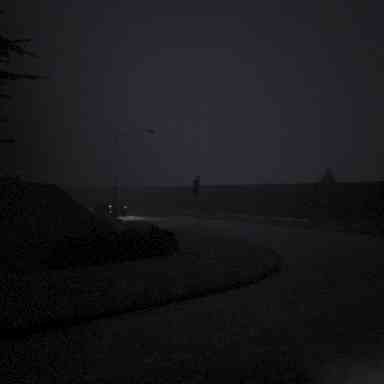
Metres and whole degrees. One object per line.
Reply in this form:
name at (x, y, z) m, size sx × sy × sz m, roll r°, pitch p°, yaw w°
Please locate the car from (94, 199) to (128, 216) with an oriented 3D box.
car at (-8.375, 1.490, 34.227) m, size 2.097 × 1.767 × 4.553 m, roll 1°, pitch 0°, yaw -35°
